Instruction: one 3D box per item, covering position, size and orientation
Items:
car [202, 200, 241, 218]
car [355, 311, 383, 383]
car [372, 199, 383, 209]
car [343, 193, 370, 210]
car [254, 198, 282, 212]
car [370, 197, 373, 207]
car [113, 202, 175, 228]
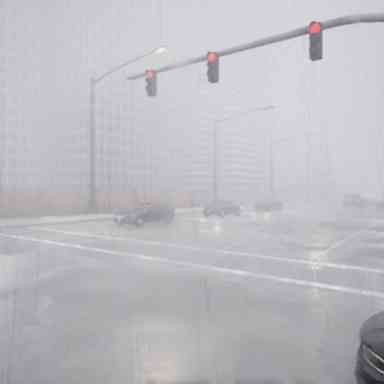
[{"bbox_3d":[2.815,1.476,30.571,1.837,1.490,4.892,0,0,36],"label":"car"},{"bbox_3d":[3.725,1.481,2.004,5.008,1.535,1.882,0,1,45],"label":"car"},{"bbox_3d":[24.994,1.593,42.878,1.895,1.301,4.718,0,0,36],"label":"car"},{"bbox_3d":[21.608,1.207,44.169,2.150,2.045,5.566,0,0,36],"label":"car"},{"bbox_3d":[8.980,1.449,39.029,1.882,1.535,5.008,0,0,36],"label":"car"},{"bbox_3d":[27.822,1.533,52.739,2.033,1.411,5.357,0,0,37],"label":"car"},{"bbox_3d":[-3.108,1.463,22.430,2.128,1.511,4.902,0,0,34],"label":"car"}]
